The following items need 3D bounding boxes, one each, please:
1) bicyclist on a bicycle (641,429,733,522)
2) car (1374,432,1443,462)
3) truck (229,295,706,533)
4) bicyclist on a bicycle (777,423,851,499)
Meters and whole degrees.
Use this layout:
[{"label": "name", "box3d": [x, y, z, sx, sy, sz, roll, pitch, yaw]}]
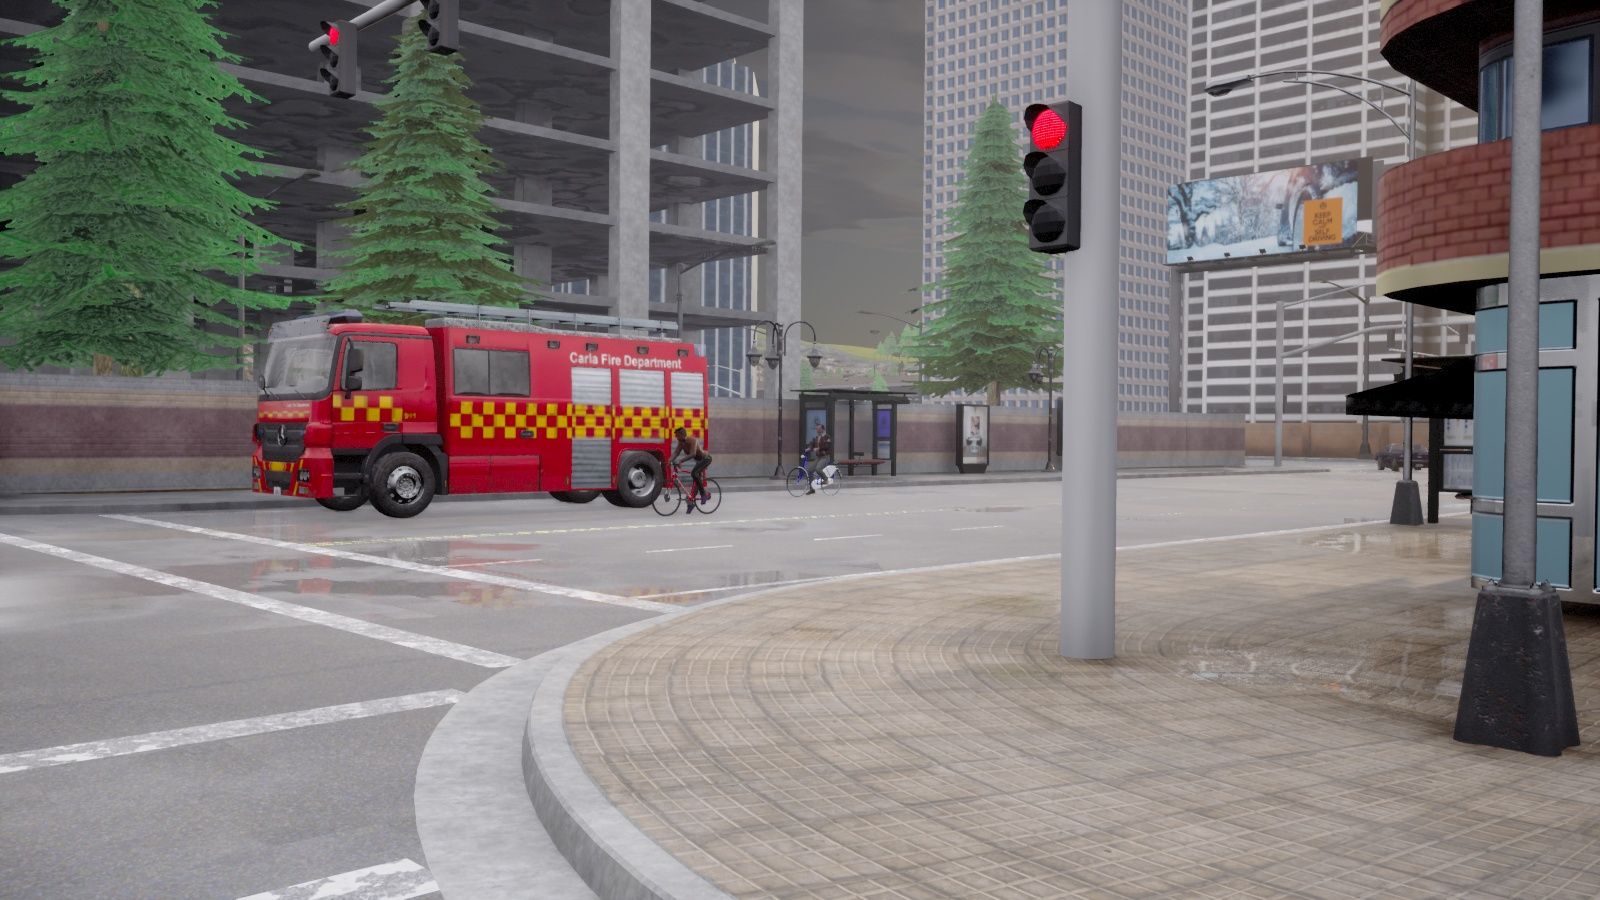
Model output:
[{"label": "bicyclist on a bicycle", "box3d": [-2.060, 0.443, 23.091, 1.656, 1.620, 0.582, -2, 1, -44]}, {"label": "car", "box3d": [27.977, -0.156, 57.842, 1.895, 1.301, 4.718, 0, 1, 14]}, {"label": "truck", "box3d": [-6.031, -0.653, 24.140, 8.468, 3.827, 2.891, -1, 1, -44]}, {"label": "bicyclist on a bicycle", "box3d": [0.346, 0.242, 30.206, 1.843, 1.776, 0.659, -1, 1, -44]}]
